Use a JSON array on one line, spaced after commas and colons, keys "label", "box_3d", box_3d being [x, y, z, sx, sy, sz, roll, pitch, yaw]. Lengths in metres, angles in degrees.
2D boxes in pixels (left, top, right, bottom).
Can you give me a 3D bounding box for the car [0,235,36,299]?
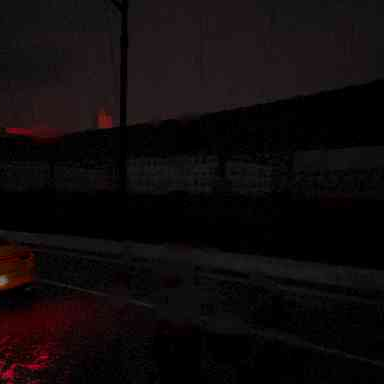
[{"label": "car", "box_3d": [-5.541, 1.447, 7.239, 5.008, 1.535, 1.882, 0, 0, 31]}]
